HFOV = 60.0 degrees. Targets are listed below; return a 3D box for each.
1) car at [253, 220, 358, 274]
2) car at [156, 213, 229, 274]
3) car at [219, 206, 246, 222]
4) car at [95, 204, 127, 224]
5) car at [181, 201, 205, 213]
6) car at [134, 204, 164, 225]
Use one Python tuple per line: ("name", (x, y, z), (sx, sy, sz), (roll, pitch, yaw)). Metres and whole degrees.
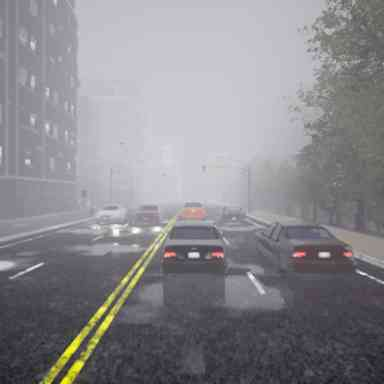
("car", (3.318, 1.634, 10.813), (2.033, 1.411, 5.357), (0, 0, 0))
("car", (0.067, 1.634, 10.784), (2.033, 1.411, 5.357), (0, 0, 0))
("car", (3.337, 1.832, 28.527), (1.895, 1.301, 4.718), (0, 0, 0))
("car", (-6.584, 1.748, 27.454), (1.812, 1.442, 4.674), (0, -1, 0))
("car", (0.087, 1.590, 29.221), (2.097, 1.767, 4.553), (0, 0, 0))
("car", (-3.338, 1.691, 26.351), (1.882, 1.535, 5.008), (0, -1, 0))
